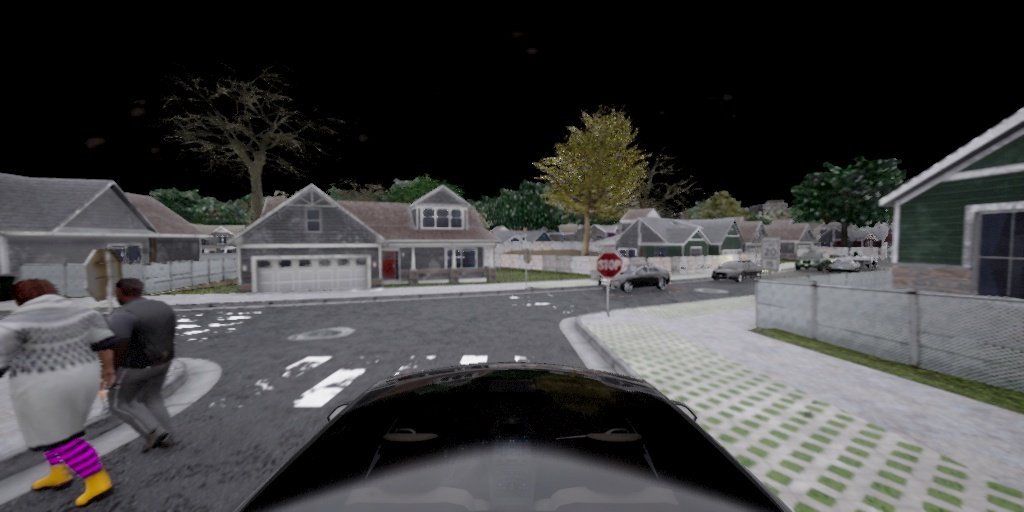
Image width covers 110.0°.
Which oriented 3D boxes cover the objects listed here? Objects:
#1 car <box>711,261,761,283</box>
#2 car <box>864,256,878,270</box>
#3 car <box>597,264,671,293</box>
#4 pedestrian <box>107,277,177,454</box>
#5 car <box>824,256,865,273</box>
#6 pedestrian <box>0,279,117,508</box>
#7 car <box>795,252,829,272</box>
[{"bbox_3d":[17.123,1.135,27.291,4.892,1.490,1.837,-1,3,-34],"label":"car"},{"bbox_3d":[41.056,0.721,41.897,5.008,1.535,1.882,-2,3,-36],"label":"car"},{"bbox_3d":[7.247,1.241,21.212,4.902,1.511,2.128,-1,3,-30],"label":"car"},{"bbox_3d":[-3.720,1.064,3.639,0.375,1.860,0.375,-3,3,0],"label":"pedestrian"},{"bbox_3d":[33.201,1.024,35.767,4.181,1.385,1.994,-1,3,-38],"label":"car"},{"bbox_3d":[-3.657,1.058,2.894,0.375,1.860,0.375,-3,3,0],"label":"pedestrian"},{"bbox_3d":[32.709,0.554,38.905,5.566,2.045,2.150,-1,3,-38],"label":"car"}]
